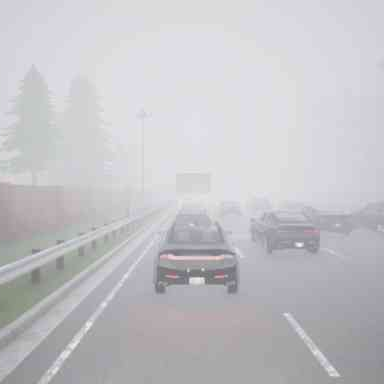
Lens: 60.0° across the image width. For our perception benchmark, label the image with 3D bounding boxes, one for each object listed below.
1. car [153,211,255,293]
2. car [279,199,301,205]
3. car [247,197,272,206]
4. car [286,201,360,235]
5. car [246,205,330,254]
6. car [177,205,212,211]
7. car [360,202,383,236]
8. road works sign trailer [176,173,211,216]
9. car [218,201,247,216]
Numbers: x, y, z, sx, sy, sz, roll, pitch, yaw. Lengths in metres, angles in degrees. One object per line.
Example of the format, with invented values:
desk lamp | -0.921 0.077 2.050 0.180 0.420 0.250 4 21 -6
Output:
car | 0.093 1.487 8.800 2.128 1.511 4.902 0 0 0
car | 10.570 1.461 35.196 1.882 1.535 5.008 0 0 0
car | 7.071 1.335 35.216 2.097 1.767 4.553 0 0 0
car | 7.085 1.469 18.618 1.882 1.535 5.008 0 0 0
car | 3.589 1.498 13.518 1.837 1.490 4.892 0 0 0
car | 0.129 1.465 19.215 1.882 1.535 5.008 0 0 3
car | 10.585 1.344 18.453 2.097 1.767 4.553 0 0 0
road works sign trailer | 0.055 0.454 23.134 2.380 3.560 2.880 0 0 -2
car | 3.574 1.532 31.984 2.033 1.411 5.357 0 0 0
